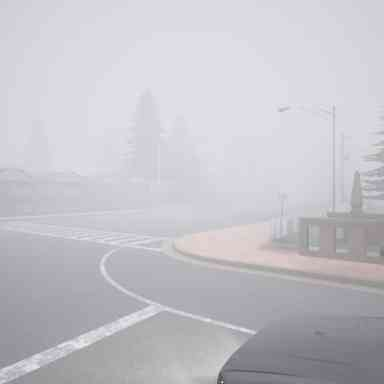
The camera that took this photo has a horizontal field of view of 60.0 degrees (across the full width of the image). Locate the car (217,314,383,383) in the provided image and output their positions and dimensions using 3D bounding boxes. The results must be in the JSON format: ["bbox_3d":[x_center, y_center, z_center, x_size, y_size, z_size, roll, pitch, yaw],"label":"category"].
[{"bbox_3d":[2.746,1.550,2.016,5.357,1.411,2.033,0,0,36],"label":"car"}]
